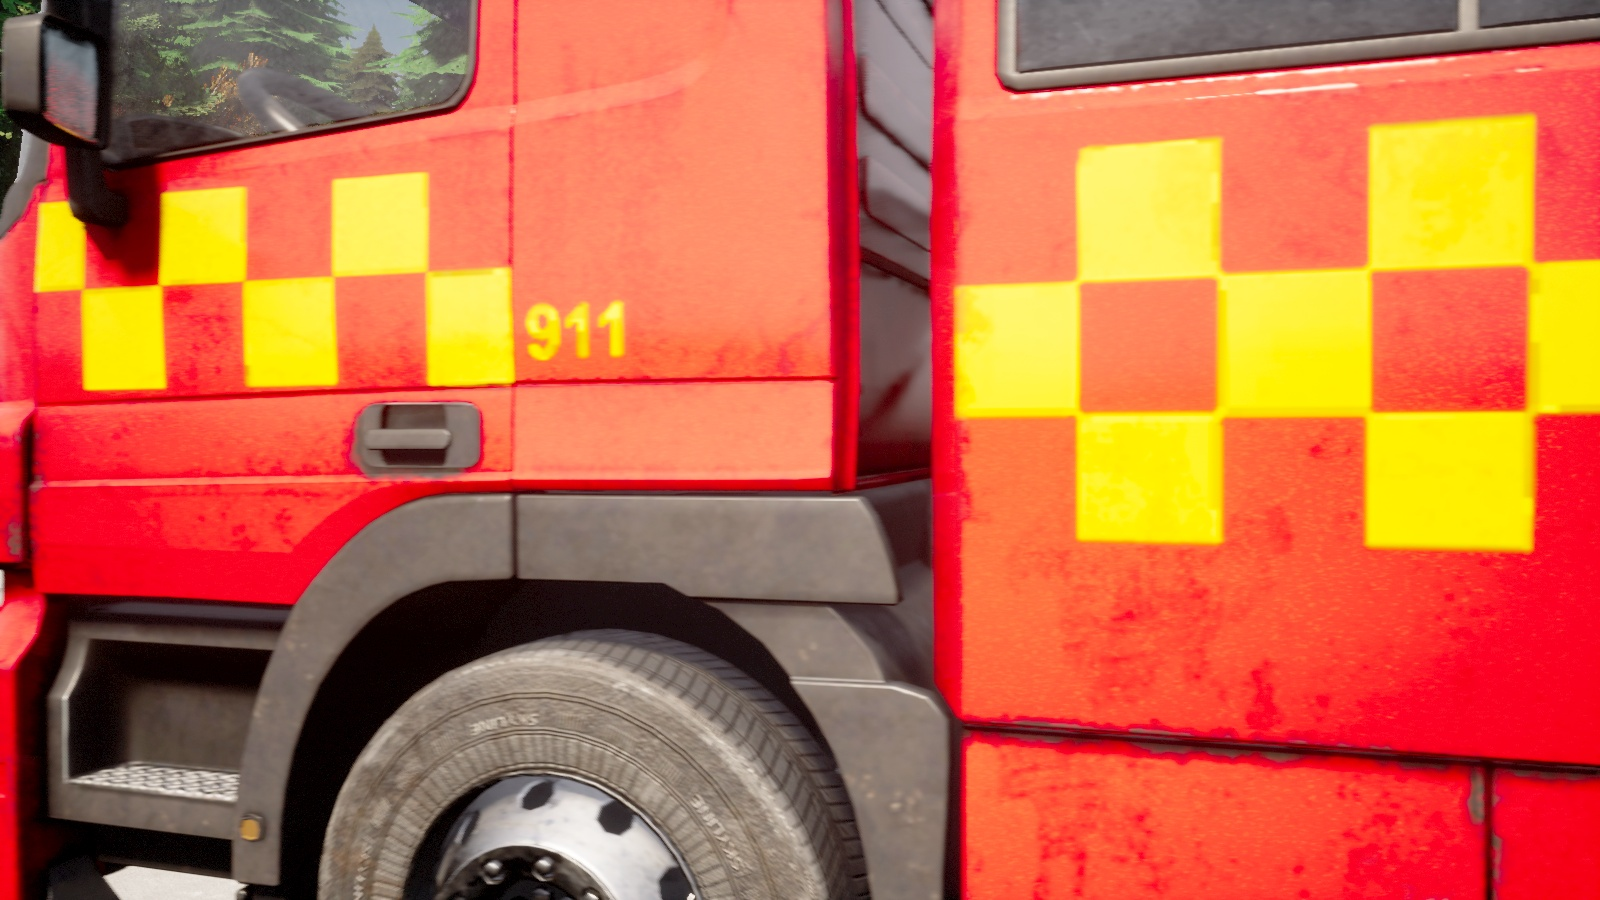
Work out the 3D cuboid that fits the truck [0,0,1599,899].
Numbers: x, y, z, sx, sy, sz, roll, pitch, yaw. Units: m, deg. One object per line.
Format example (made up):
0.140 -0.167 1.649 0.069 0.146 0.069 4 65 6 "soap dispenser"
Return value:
2.102 -0.378 3.000 8.468 3.827 2.891 1 1 18 "truck"
